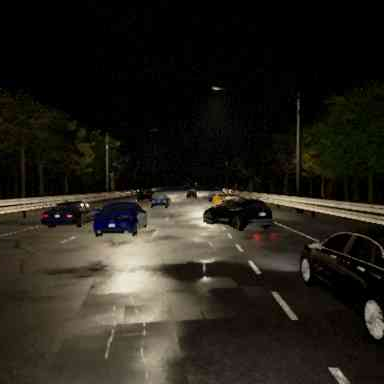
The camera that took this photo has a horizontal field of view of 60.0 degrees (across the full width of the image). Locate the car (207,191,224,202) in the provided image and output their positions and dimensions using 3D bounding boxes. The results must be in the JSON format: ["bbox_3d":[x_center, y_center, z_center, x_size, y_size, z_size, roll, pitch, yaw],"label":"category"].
[{"bbox_3d":[3.480,0.703,50.167,2.163,1.488,4.792,0,1,0],"label":"car"}]

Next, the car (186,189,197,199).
[{"bbox_3d":[-0.019,0.537,59.008,1.812,1.442,4.674,0,1,0],"label":"car"}]

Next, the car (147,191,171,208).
[{"bbox_3d":[-3.415,0.985,37.025,2.033,1.411,5.357,0,1,0],"label":"car"}]

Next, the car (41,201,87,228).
[{"bbox_3d":[-6.908,1.253,19.553,2.033,1.411,5.357,0,1,0],"label":"car"}]

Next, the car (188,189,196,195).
[{"bbox_3d":[-0.034,-0.056,86.903,2.033,1.411,5.357,0,1,0],"label":"car"}]

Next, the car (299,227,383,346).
[{"bbox_3d":[3.497,1.412,6.147,1.837,1.490,4.892,0,1,0],"label":"car"}]

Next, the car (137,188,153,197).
[{"bbox_3d":[-6.920,0.415,50.663,2.150,2.045,5.566,0,1,0],"label":"car"}]

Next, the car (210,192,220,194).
[{"bbox_3d":[3.484,0.880,39.141,1.882,1.535,5.008,0,1,0],"label":"car"}]

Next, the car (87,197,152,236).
[{"bbox_3d":[-3.407,1.228,16.585,1.882,1.535,5.008,0,1,0],"label":"car"}]

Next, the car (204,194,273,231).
[{"bbox_3d":[2.473,1.150,18.627,2.033,1.649,4.856,0,1,-27],"label":"car"}]
